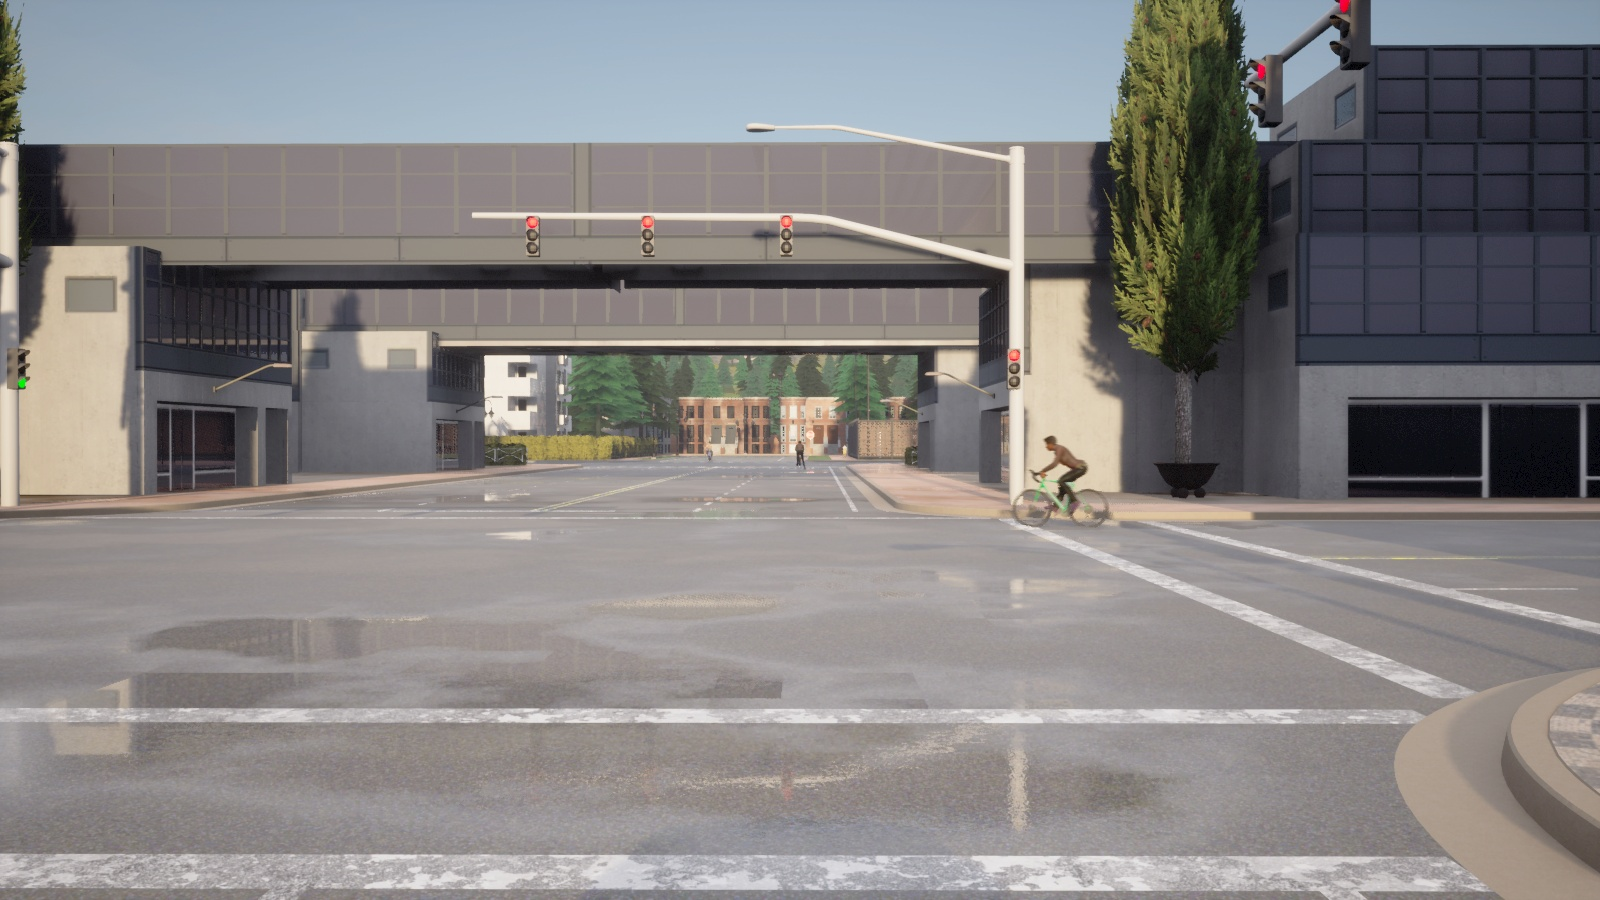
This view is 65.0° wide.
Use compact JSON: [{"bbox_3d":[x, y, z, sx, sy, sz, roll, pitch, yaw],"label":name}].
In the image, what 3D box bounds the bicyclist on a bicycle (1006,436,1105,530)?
[{"bbox_3d":[4.486,0.578,22.053,1.656,1.620,0.582,0,-1,15],"label":"bicyclist on a bicycle"}]
